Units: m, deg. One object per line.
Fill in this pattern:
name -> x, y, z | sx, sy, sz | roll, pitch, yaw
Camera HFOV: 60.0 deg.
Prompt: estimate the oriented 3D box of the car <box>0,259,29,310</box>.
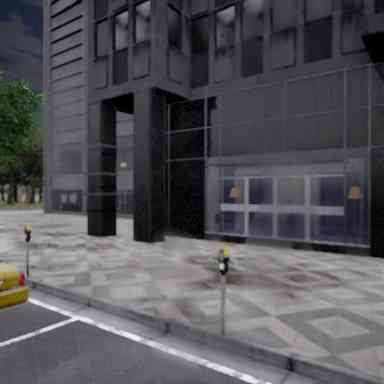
car -> -5.160, 1.516, 6.666 | 4.829, 1.417, 1.752 | 0, 0, 36
